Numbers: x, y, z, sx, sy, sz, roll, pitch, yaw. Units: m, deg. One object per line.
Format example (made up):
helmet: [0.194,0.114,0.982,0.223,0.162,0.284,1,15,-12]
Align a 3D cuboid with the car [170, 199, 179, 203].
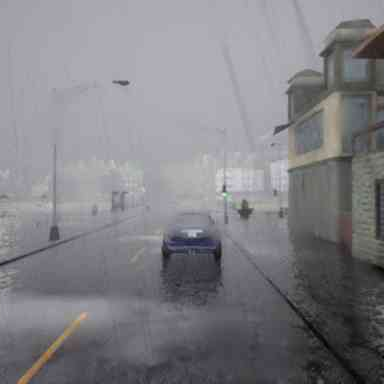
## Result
car: [-4.014,2.332,76.653,1.837,1.490,4.892,0,-1,0]

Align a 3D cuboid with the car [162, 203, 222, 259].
car: [0.014,1.498,13.409,2.097,1.767,4.553,0,-1,0]
